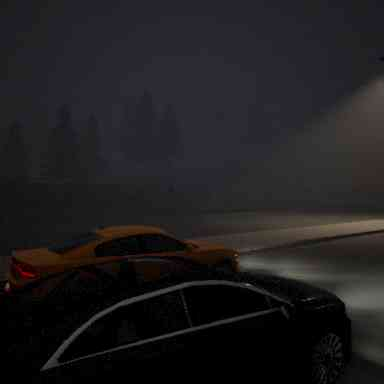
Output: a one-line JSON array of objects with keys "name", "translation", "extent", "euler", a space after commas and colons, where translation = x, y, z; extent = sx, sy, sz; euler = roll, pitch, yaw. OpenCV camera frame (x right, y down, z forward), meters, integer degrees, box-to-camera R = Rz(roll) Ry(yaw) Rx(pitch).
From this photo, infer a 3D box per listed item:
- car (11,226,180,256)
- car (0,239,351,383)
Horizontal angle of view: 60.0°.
[{"name": "car", "translation": [-1.166, 1.478, 7.213], "extent": [5.008, 1.535, 1.882], "euler": [0, 0, -36]}, {"name": "car", "translation": [-0.198, 1.490, 3.605], "extent": [4.902, 1.511, 2.128], "euler": [0, 0, -35]}]
